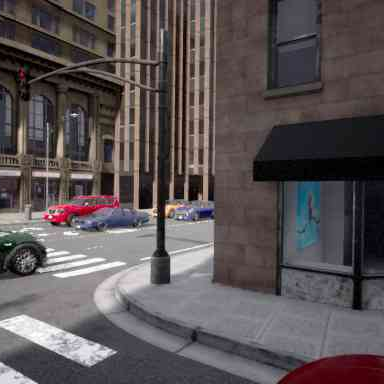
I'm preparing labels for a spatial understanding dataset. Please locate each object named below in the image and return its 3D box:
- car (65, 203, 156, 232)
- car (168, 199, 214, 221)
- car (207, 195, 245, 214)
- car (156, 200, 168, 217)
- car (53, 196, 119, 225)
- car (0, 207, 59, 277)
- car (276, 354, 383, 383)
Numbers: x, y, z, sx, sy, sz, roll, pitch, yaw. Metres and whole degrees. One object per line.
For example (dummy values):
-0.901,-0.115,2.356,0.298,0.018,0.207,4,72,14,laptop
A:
-5.087,1.659,21.595,2.033,1.411,5.357,1,0,35,car
0.347,1.545,29.345,2.097,1.767,4.553,1,0,35,car
4.232,1.466,40.543,2.150,2.045,5.566,1,0,35,car
-1.851,1.504,31.873,2.097,1.767,4.553,1,0,35,car
-7.552,1.289,23.734,2.150,2.045,5.566,1,0,35,car
-6.124,1.371,8.450,2.097,1.767,4.553,0,-1,35,car
2.411,1.545,1.255,4.507,1.381,1.887,0,1,35,car
